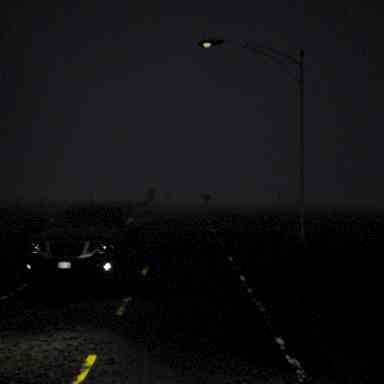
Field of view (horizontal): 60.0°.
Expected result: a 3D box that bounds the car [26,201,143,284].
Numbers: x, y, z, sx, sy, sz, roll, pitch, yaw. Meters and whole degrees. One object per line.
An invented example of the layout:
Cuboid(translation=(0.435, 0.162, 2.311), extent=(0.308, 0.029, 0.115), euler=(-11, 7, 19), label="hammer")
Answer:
Cuboid(translation=(-2.863, 1.311, 10.238), extent=(2.150, 2.045, 5.566), euler=(0, 0, 0), label="car")
